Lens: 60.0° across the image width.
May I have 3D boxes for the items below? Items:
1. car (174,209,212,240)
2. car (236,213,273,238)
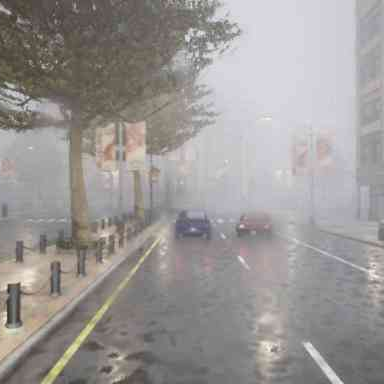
[{"bbox_3d":[0.056,1.701,18.619,1.882,1.535,5.008,0,-1,0],"label":"car"},{"bbox_3d":[3.661,1.832,19.250,1.895,1.301,4.718,0,-1,13],"label":"car"}]
